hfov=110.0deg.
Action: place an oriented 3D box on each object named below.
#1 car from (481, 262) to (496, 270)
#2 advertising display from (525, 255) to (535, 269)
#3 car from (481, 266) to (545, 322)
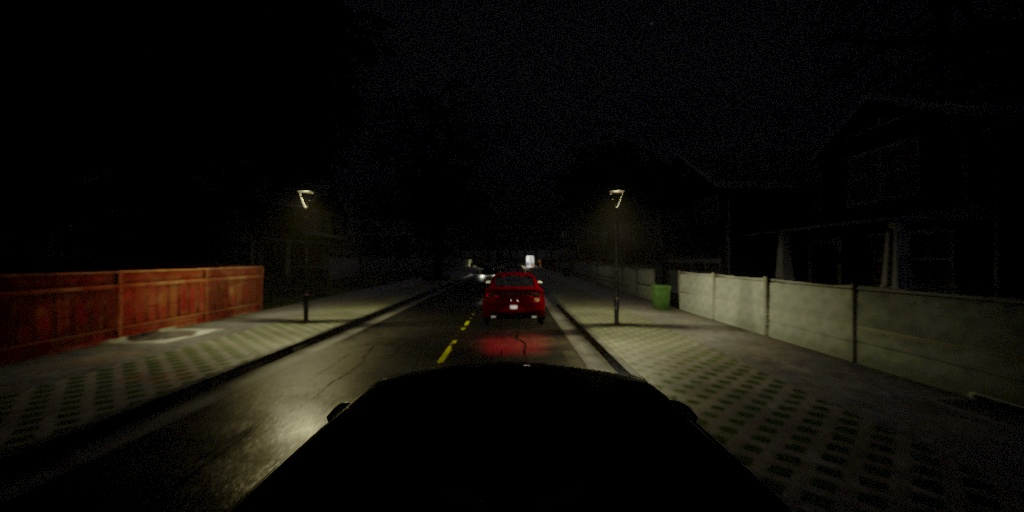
[{"bbox_3d":[-2.832,1.465,45.146,1.882,1.535,5.008,0,0,0],"label":"car"},{"bbox_3d":[3.024,1.063,59.487,1.540,2.440,0.280,0,0,0],"label":"advertising display"},{"bbox_3d":[0.075,1.294,12.583,1.882,1.535,5.008,0,0,0],"label":"car"}]
